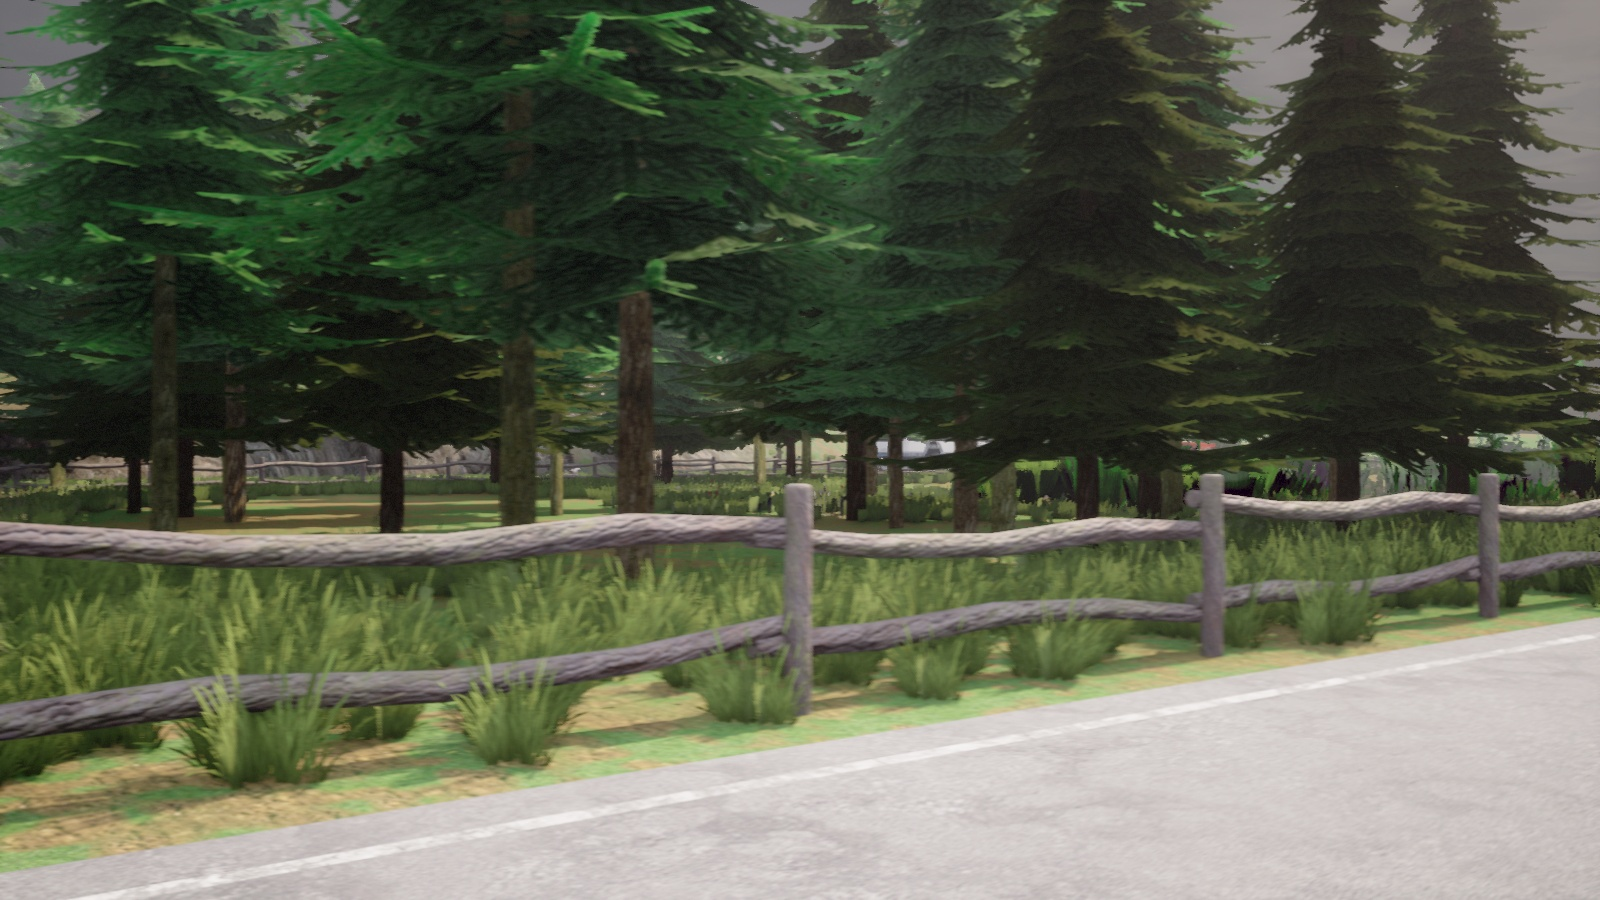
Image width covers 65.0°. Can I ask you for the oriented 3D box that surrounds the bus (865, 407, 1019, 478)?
[{"bbox_3d":[9.182,-0.428,79.972,10.273,4.253,3.944,0,0,-42],"label":"bus"}]
